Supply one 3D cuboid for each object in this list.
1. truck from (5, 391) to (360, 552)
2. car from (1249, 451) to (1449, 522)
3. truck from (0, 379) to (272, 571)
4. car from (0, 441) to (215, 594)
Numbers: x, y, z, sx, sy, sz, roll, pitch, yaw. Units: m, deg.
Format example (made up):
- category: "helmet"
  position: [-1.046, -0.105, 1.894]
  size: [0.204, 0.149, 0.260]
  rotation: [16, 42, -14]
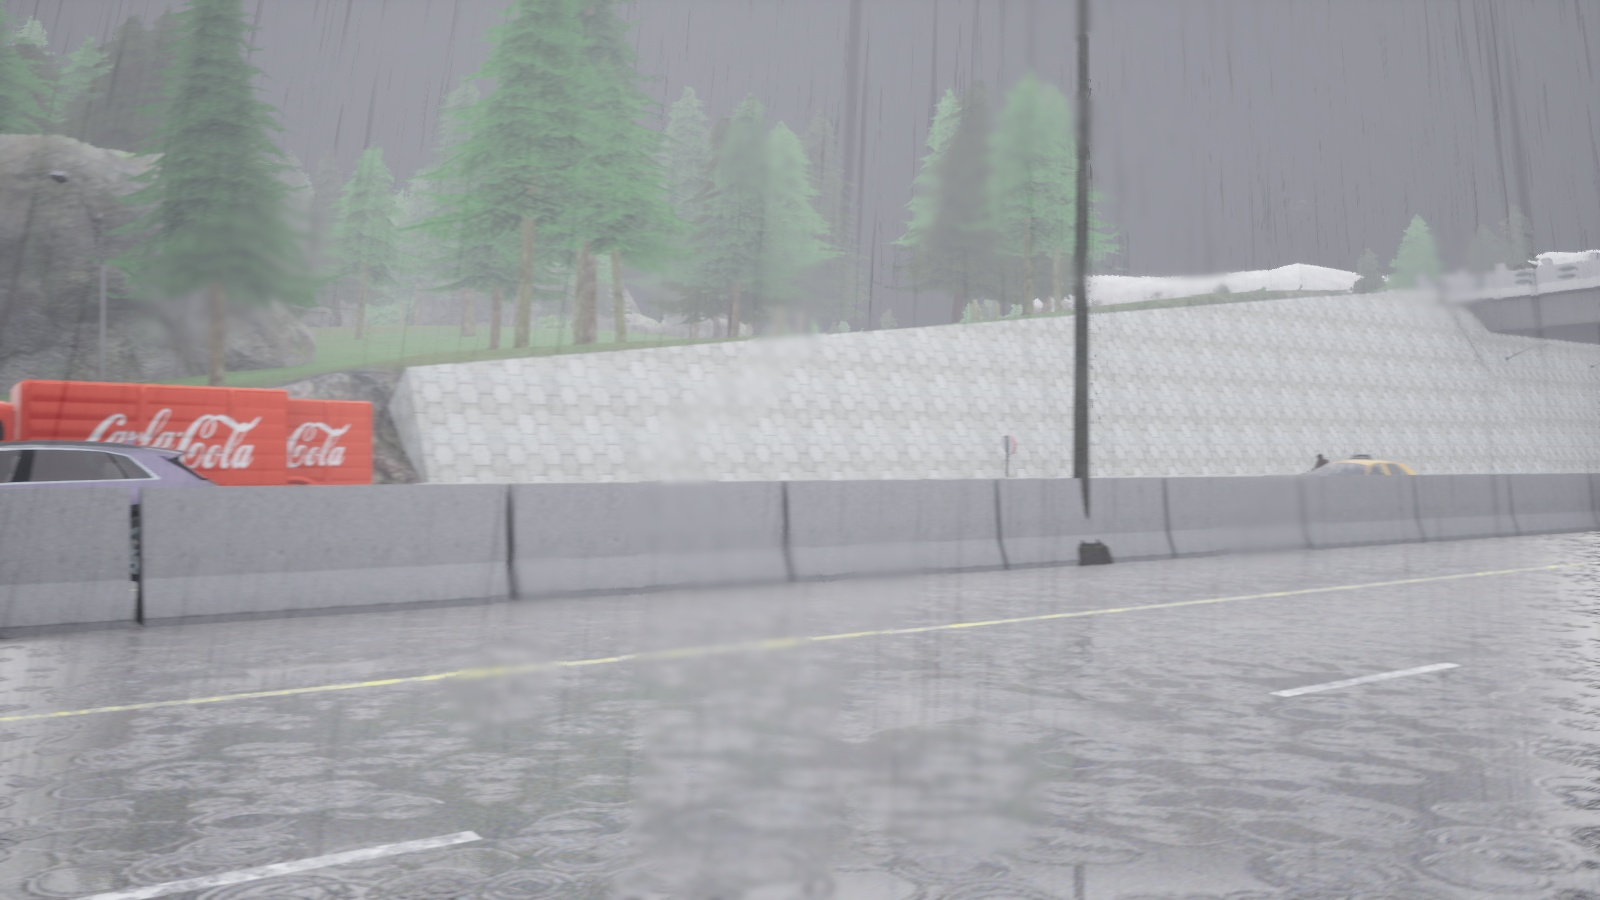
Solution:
- category: "truck"
  position: [-10.669, 0.344, 21.820]
  size: [5.204, 2.467, 2.627]
  rotation: [0, 0, -35]
- category: "car"
  position: [13.102, 0.809, 29.833]
  size: [5.366, 1.575, 1.801]
  rotation: [0, 0, -35]
- category: "truck"
  position: [-10.489, 0.328, 17.681]
  size: [5.204, 2.467, 2.627]
  rotation: [0, 0, -35]
- category: "car"
  position: [-9.422, 0.730, 14.158]
  size: [4.856, 1.649, 2.033]
  rotation: [0, 0, -35]
